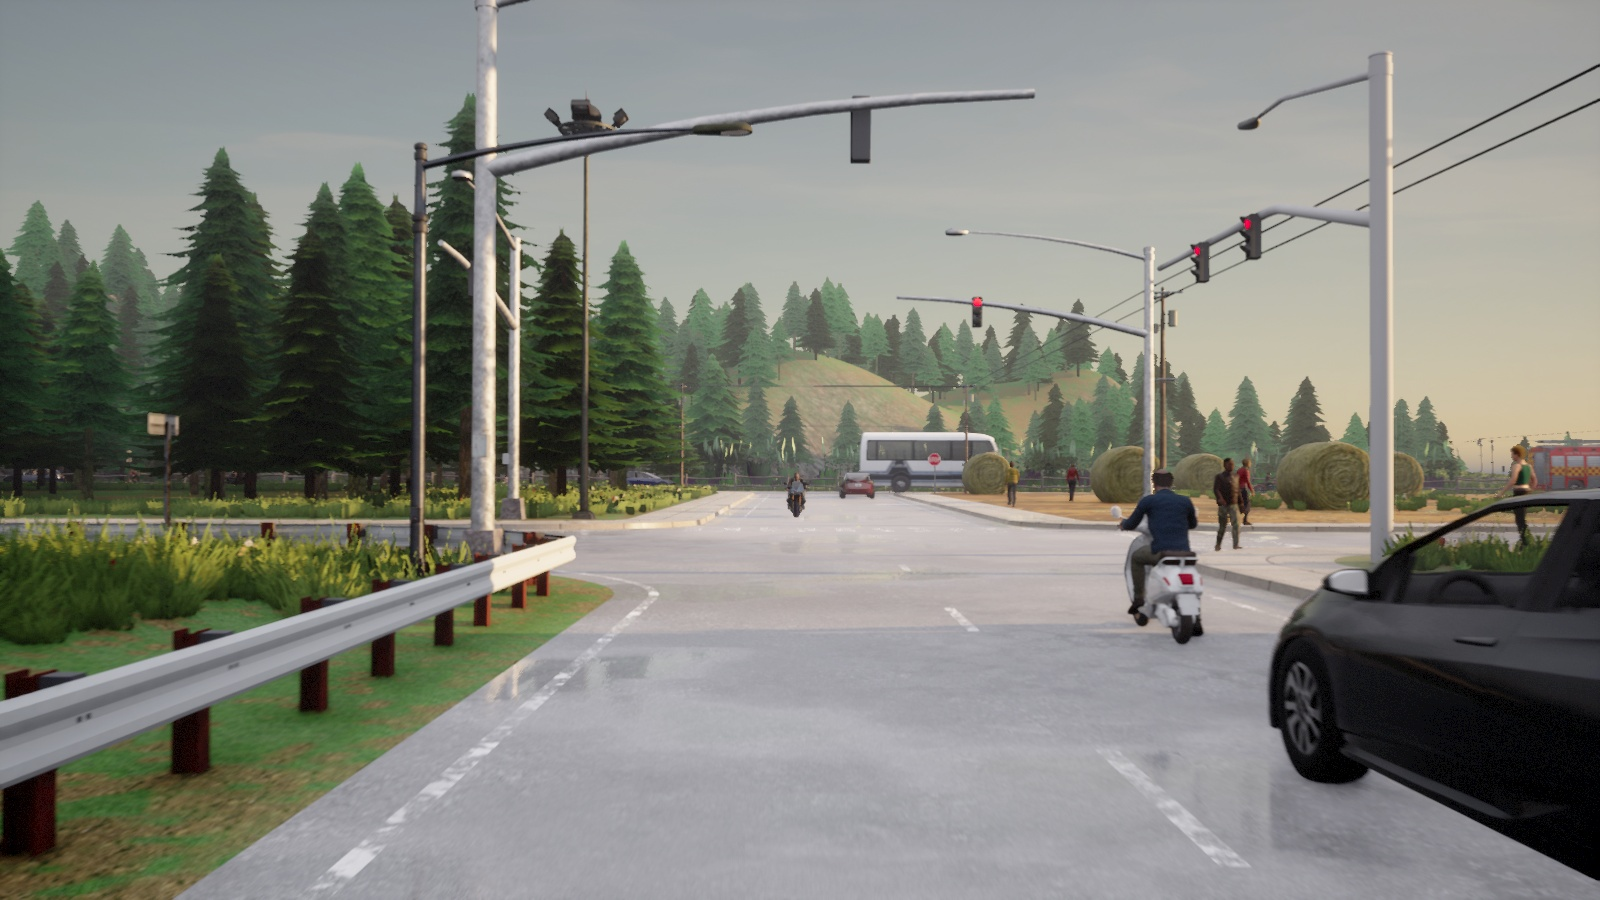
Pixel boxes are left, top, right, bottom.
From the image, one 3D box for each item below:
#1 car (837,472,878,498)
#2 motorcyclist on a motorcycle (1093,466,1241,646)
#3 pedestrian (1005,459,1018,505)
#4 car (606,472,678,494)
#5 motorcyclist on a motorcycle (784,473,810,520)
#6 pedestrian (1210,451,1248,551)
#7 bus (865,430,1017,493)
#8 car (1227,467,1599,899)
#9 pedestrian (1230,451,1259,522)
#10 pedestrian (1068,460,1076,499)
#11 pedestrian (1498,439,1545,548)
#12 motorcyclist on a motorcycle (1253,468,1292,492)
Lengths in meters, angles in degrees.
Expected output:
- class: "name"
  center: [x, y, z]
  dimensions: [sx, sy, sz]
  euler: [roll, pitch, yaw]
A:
- class: "car"
  center: [3.313, 2.030, 73.392]
  dimensions: [2.163, 1.488, 4.792]
  euler: [0, -1, 0]
- class: "motorcyclist on a motorcycle"
  center: [3.469, 0.956, 12.053]
  dimensions: [0.866, 1.590, 1.817]
  euler: [0, -1, 0]
- class: "pedestrian"
  center: [8.438, 1.267, 50.090]
  dimensions: [0.370, 1.835, 0.726]
  euler: [0, -1, -1]
- class: "car"
  center: [-11.110, 2.306, 88.547]
  dimensions: [4.792, 1.488, 2.163]
  euler: [0, -1, 3]
- class: "motorcyclist on a motorcycle"
  center: [-0.108, 1.563, 42.610]
  dimensions: [0.866, 1.530, 2.191]
  euler: [0, -1, 0]
- class: "pedestrian"
  center: [8.011, 0.943, 23.455]
  dimensions: [0.431, 1.840, 0.703]
  euler: [0, -1, -2]
- class: "bus"
  center: [9.680, 0.834, 87.611]
  dimensions: [10.273, 4.253, 3.944]
  euler: [0, -1, 3]
- class: "car"
  center: [3.488, 0.830, 4.988]
  dimensions: [2.007, 1.525, 4.514]
  euler: [0, -1, 0]
- class: "pedestrian"
  center: [11.611, 0.953, 32.808]
  dimensions: [0.636, 1.846, 0.331]
  euler: [0, -1, -5]
- class: "pedestrian"
  center: [12.819, 1.390, 59.217]
  dimensions: [0.331, 1.846, 0.636]
  euler: [0, -1, 15]
- class: "pedestrian"
  center: [12.349, 0.734, 21.500]
  dimensions: [0.345, 1.836, 0.594]
  euler: [0, -1, -26]
- class: "motorcyclist on a motorcycle"
  center: [32.559, 2.049, 86.537]
  dimensions: [2.350, 1.649, 0.766]
  euler: [0, -1, 3]
